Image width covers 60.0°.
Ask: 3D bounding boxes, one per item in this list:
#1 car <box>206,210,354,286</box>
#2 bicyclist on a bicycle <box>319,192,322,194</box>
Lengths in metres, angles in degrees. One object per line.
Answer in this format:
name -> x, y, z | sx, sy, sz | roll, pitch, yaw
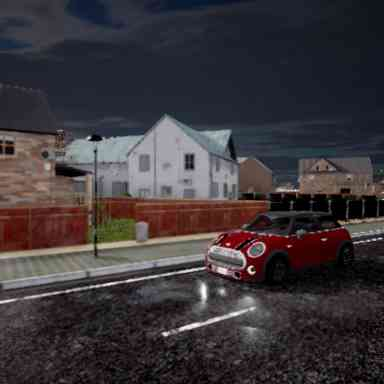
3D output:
car -> 2.583, 1.350, 9.521 | 4.553, 1.767, 2.097 | 0, 0, -36
bicyclist on a bicycle -> 19.186, 0.802, 49.643 | 0.582, 1.620, 1.656 | 1, 1, 19
